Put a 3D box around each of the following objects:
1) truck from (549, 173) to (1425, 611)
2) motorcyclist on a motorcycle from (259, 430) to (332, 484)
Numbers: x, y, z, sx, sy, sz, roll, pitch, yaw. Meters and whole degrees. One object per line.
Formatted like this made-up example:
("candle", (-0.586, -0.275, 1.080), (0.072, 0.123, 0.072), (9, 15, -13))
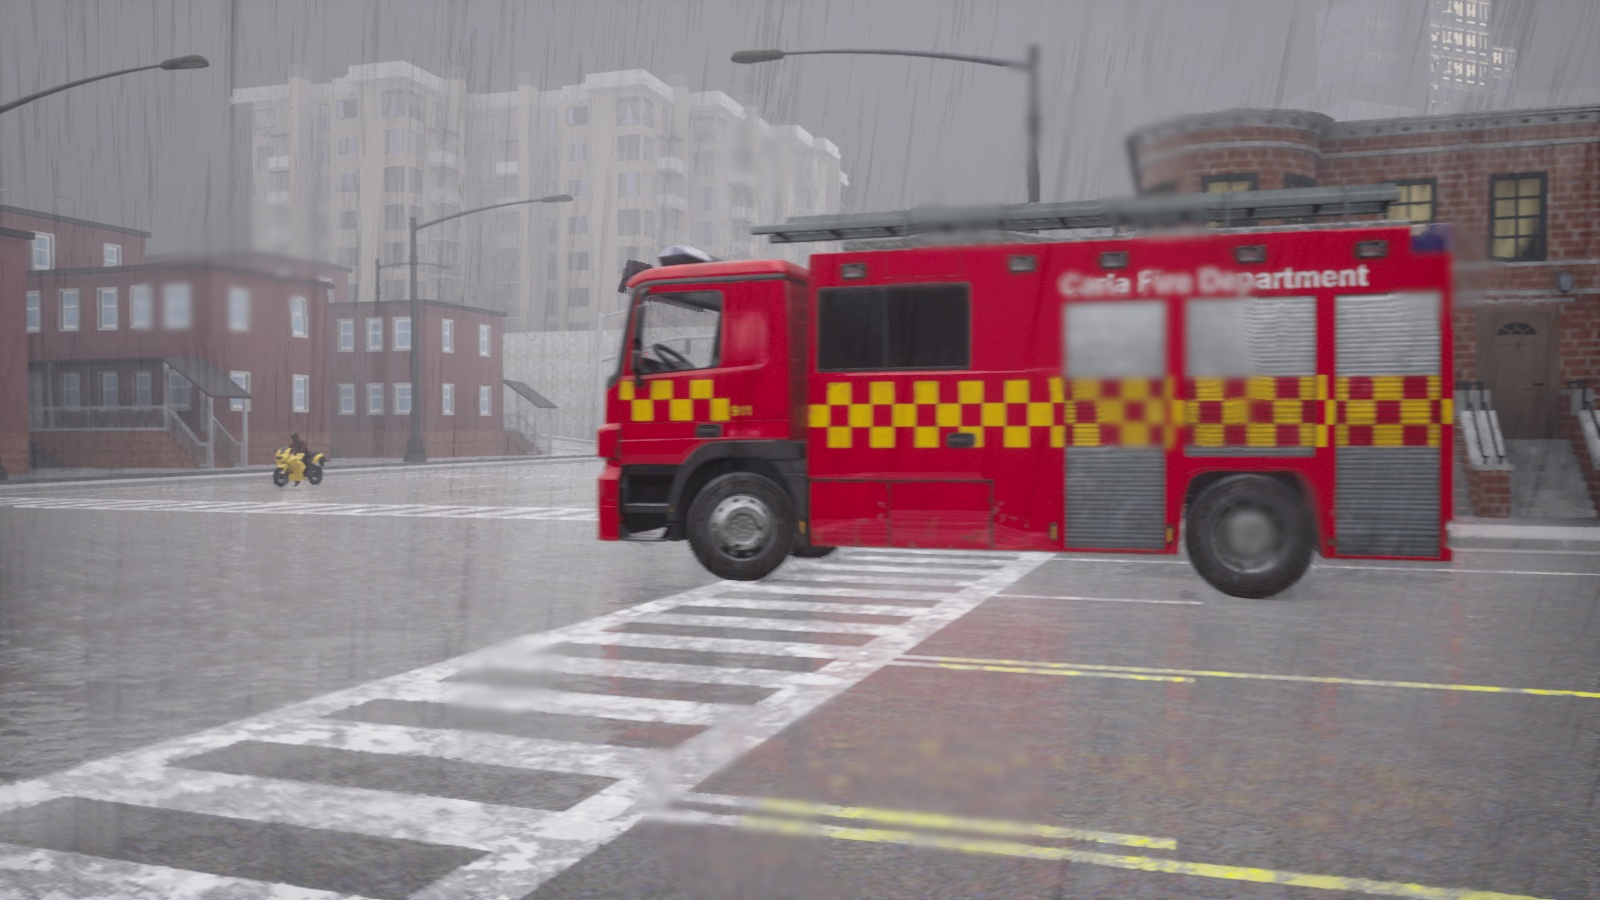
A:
("truck", (1.796, -0.549, 13.563), (8.468, 3.827, 2.891), (0, 1, 17))
("motorcyclist on a motorcycle", (-14.436, 0.178, 35.965), (0.797, 1.523, 2.044), (1, 1, 19))
